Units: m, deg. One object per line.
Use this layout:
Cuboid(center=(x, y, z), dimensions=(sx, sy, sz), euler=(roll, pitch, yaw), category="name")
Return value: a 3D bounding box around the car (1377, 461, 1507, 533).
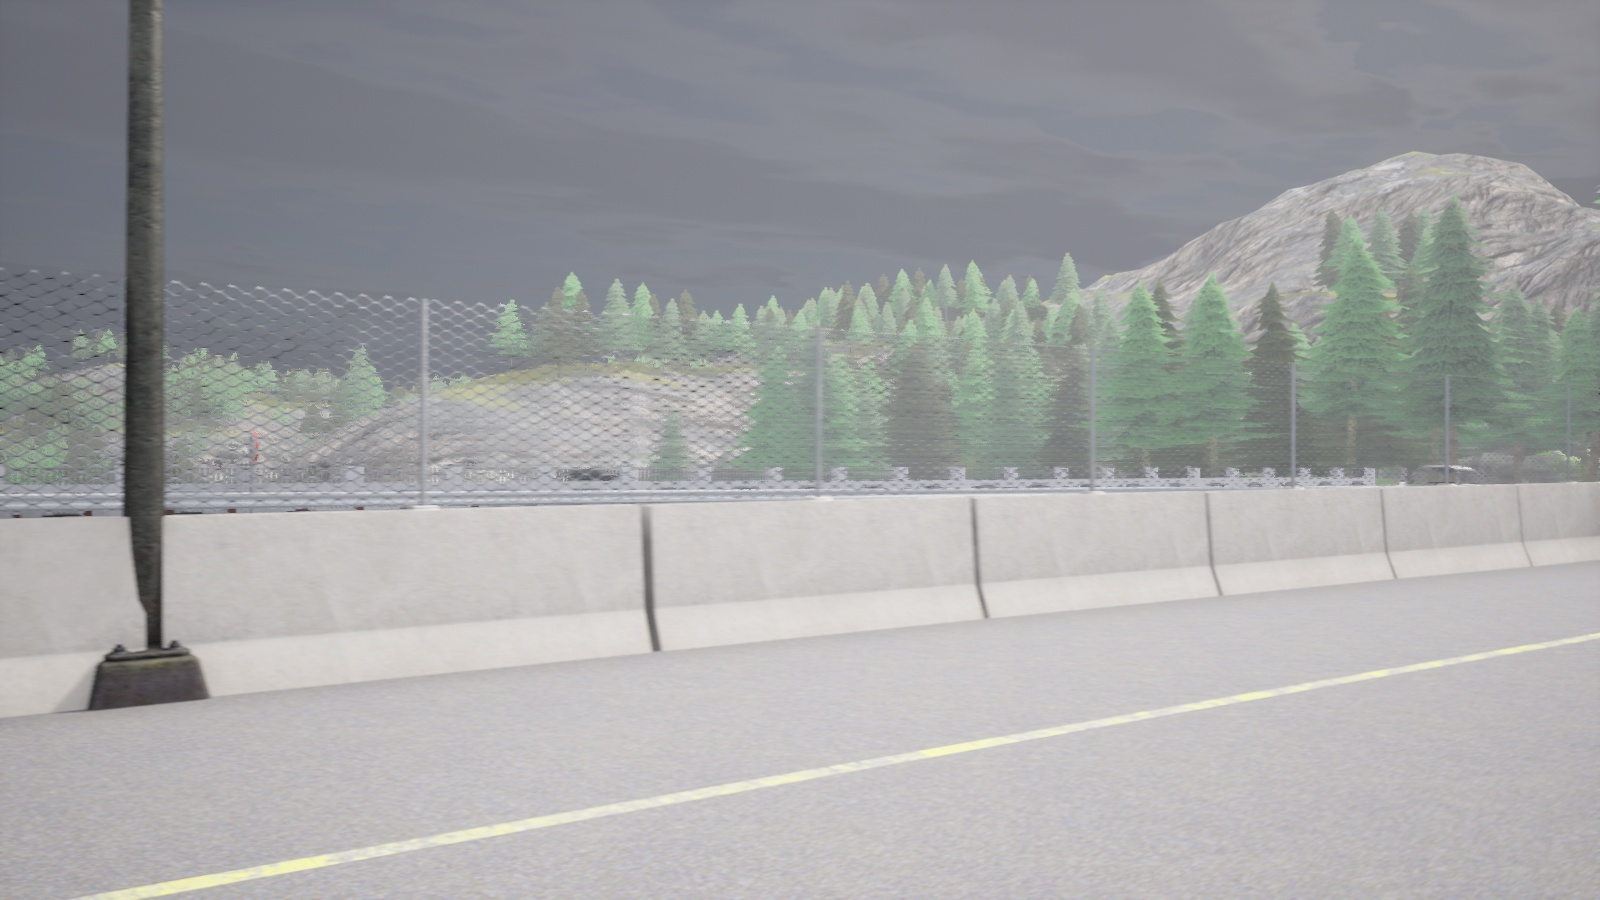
Cuboid(center=(13.072, 0.934, 25.549), dimensions=(2.207, 1.376, 1.481), euler=(1, -1, -35), category="car")
